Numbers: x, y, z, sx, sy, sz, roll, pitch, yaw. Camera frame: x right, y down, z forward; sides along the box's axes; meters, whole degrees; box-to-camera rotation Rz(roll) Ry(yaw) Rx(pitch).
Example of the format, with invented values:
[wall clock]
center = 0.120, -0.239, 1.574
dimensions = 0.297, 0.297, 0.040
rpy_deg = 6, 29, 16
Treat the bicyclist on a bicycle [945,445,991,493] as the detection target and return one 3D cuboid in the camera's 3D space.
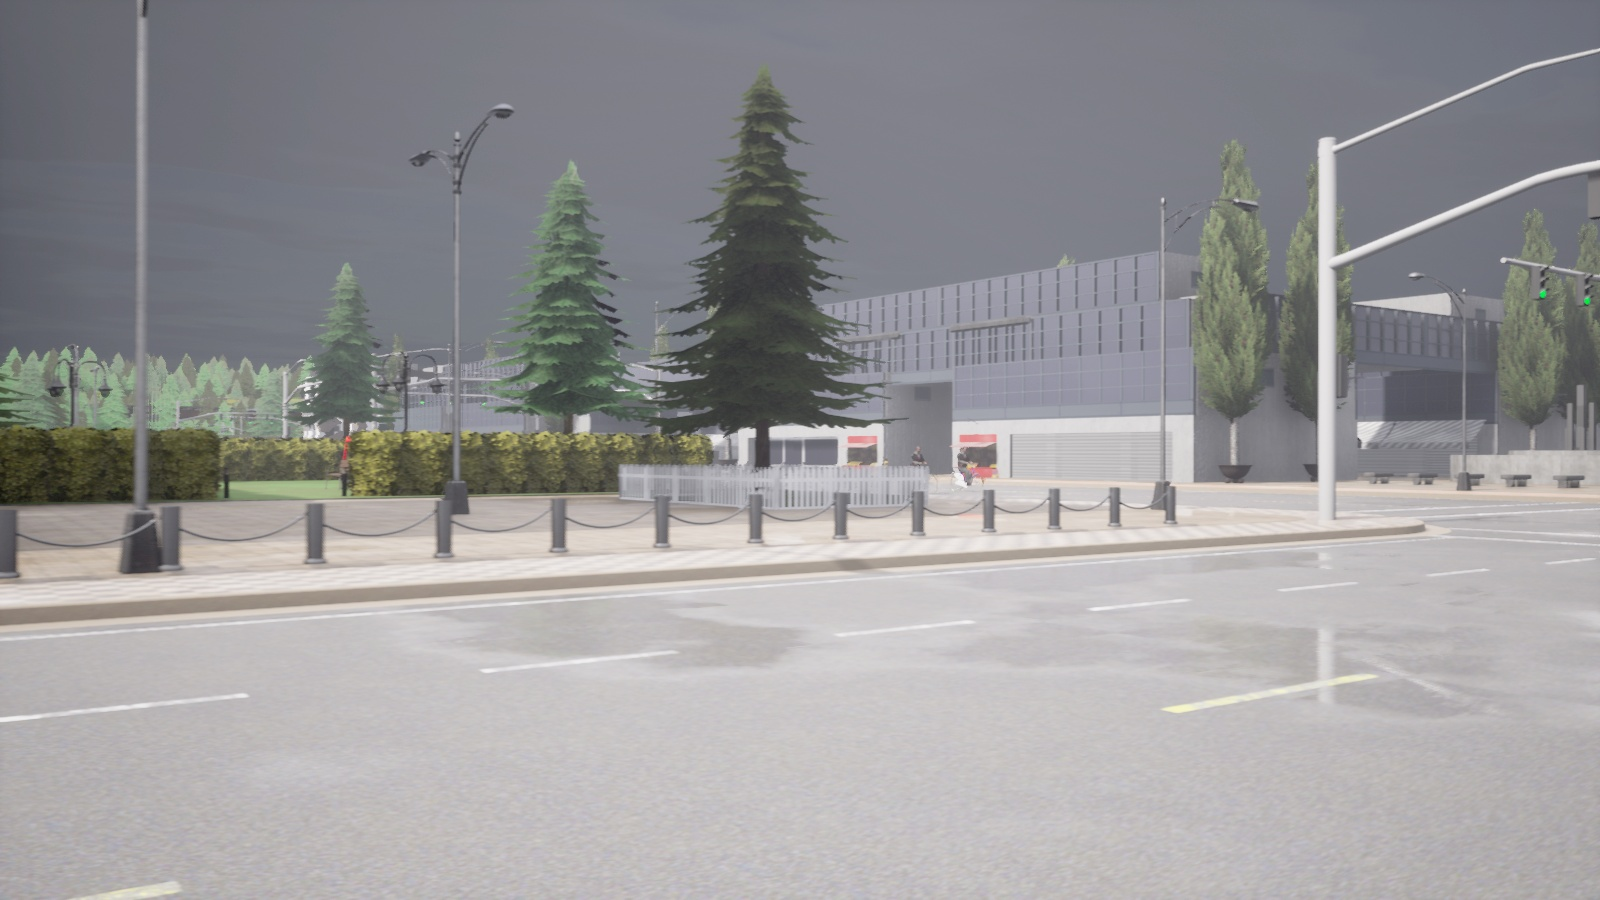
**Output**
[bicyclist on a bicycle]
center = 6.429, 0.720, 48.158
dimensions = 0.659, 1.776, 1.843
rpy_deg = 0, 0, -35
